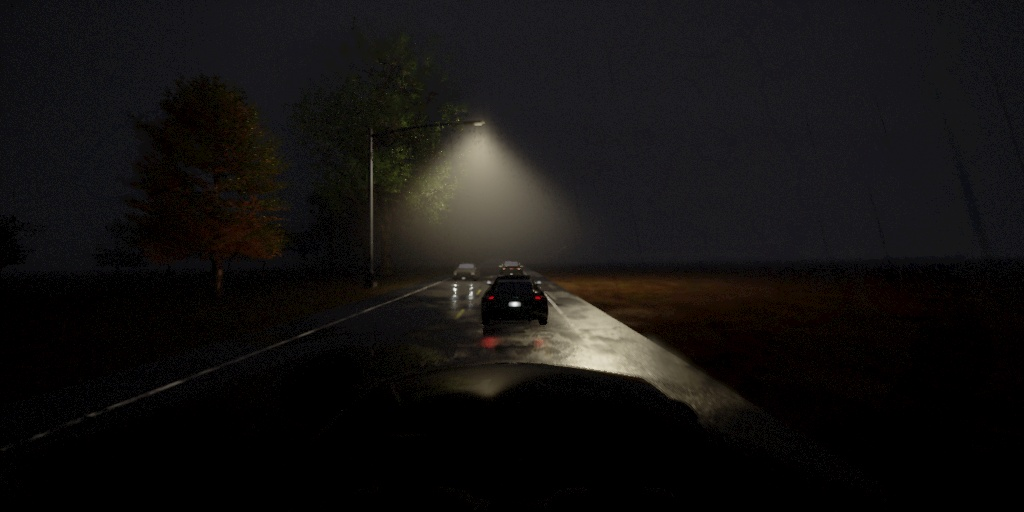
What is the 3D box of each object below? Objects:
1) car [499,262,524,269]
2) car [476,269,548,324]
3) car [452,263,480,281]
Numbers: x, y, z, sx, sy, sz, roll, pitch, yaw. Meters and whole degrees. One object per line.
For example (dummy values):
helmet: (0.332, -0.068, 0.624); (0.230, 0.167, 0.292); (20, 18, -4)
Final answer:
car: (-0.059, 1.202, 30.124); (2.128, 1.511, 4.902); (0, 0, -1)
car: (0.071, 1.299, 11.904); (1.994, 1.385, 4.181); (0, 0, 0)
car: (-3.647, 1.268, 29.453); (2.033, 1.411, 5.357); (0, 0, -1)
